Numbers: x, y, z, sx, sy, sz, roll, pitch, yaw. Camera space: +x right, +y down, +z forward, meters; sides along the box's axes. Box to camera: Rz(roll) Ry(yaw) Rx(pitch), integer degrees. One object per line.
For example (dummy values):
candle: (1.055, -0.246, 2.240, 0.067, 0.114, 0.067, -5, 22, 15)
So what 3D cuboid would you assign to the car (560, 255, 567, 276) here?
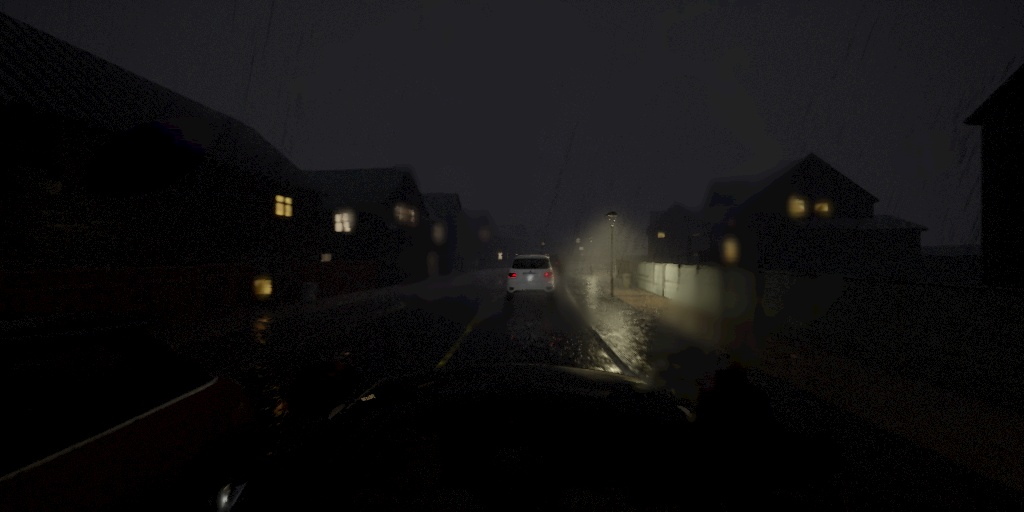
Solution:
car: (4.256, 0.943, 36.278, 2.150, 2.045, 5.566, 0, 0, 13)

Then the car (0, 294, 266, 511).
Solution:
car: (-2.751, 1.094, 0.530, 2.097, 1.767, 4.553, 0, 0, 1)

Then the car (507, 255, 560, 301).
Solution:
car: (1.036, 0.971, 17.389, 2.150, 2.045, 5.566, 0, 0, 6)
